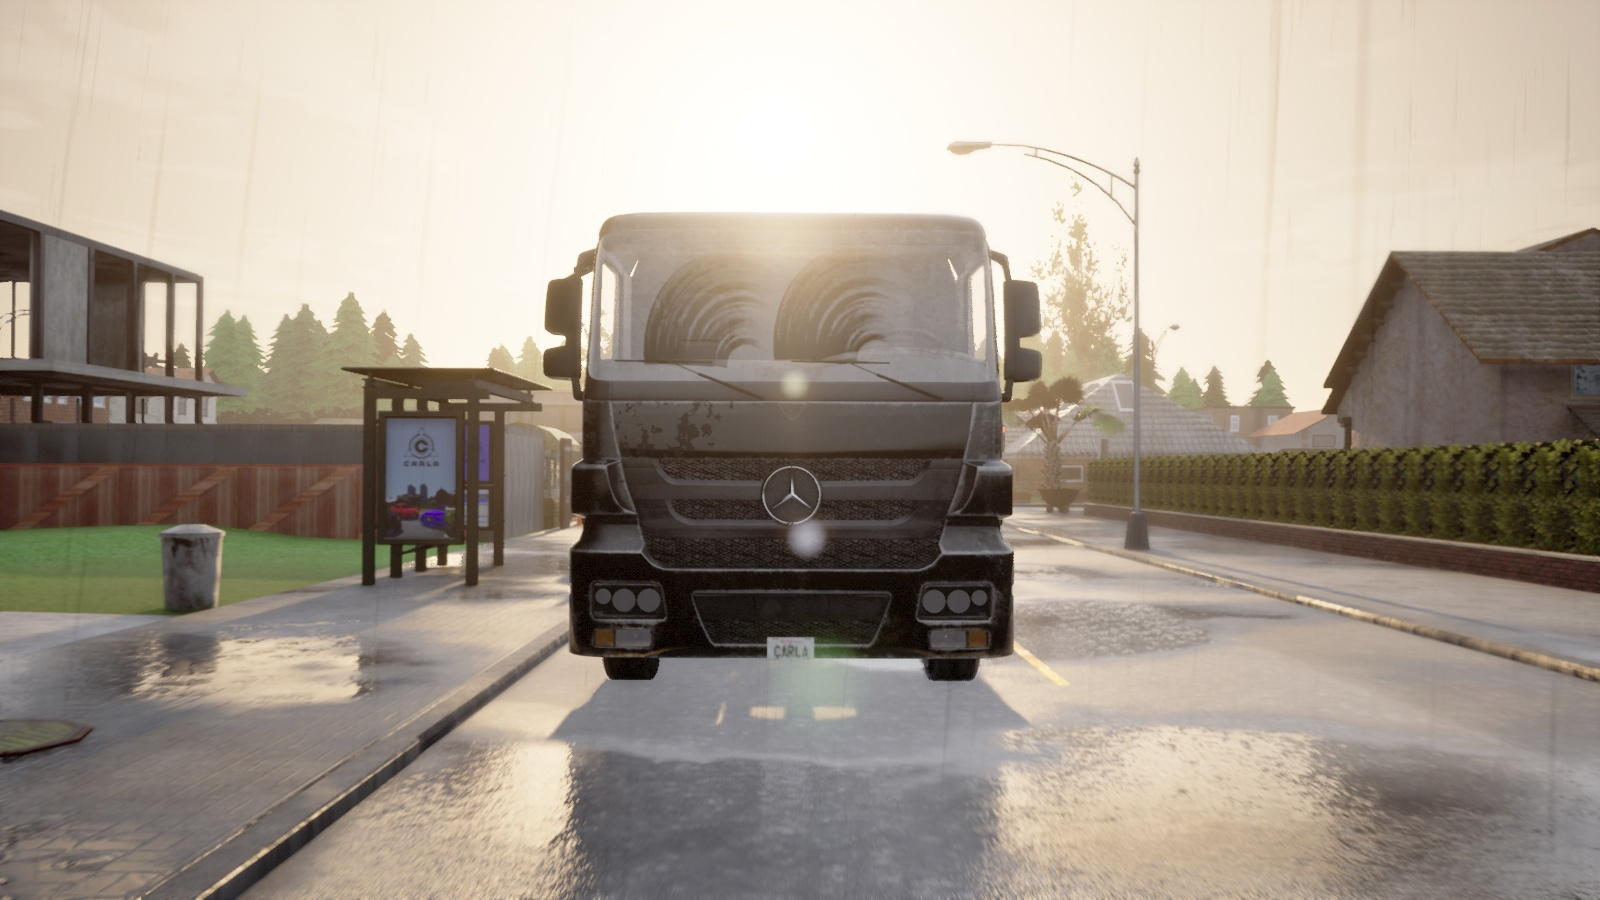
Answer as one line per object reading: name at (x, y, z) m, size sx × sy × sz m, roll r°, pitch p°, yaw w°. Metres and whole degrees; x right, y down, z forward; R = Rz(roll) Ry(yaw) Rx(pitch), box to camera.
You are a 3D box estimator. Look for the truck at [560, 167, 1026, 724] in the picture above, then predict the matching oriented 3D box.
truck at (-0.060, 0.031, 11.797) m, size 2.891 × 3.462 × 7.936 m, roll 0°, pitch -1°, yaw 0°
